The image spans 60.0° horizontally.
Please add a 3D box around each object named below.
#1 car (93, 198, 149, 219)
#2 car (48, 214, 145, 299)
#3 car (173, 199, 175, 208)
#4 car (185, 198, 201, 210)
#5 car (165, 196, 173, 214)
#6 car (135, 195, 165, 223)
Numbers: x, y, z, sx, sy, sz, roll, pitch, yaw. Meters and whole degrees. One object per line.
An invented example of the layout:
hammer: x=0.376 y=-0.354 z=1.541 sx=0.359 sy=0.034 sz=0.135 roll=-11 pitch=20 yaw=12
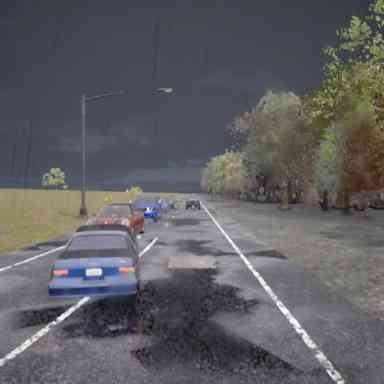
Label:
car: x=-3.648 y=1.367 z=16.315 sx=2.097 sy=1.767 sz=4.553 roll=0 pitch=0 yaw=1
car: x=-2.321 y=1.556 z=8.728 sx=2.033 sy=1.411 sz=5.357 roll=0 pitch=0 yaw=-11
car: x=-3.527 y=1.386 z=45.991 sx=2.097 sy=1.767 sz=4.553 roll=0 pitch=0 yaw=0
car: x=0.123 y=1.538 z=43.922 sx=1.837 sy=1.490 sz=4.892 roll=0 pitch=0 yaw=-1
car: x=-3.542 y=1.381 z=35.985 sx=2.097 sy=1.767 sz=4.553 roll=0 pitch=0 yaw=0
car: x=-3.566 y=1.245 z=25.980 sx=2.150 sy=2.045 sz=5.566 roll=0 pitch=0 yaw=-1
